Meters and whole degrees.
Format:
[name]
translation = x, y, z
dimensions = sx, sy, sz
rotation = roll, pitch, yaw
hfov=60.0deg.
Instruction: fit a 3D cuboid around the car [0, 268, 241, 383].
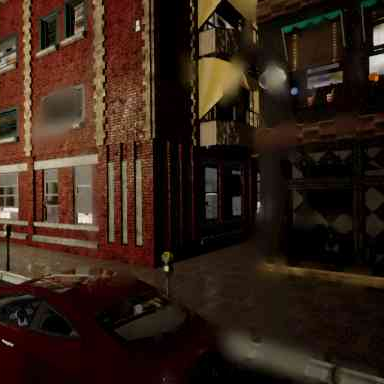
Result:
[car]
translation = -1.472, 1.583, 3.899
dimensions = 4.206, 1.307, 1.802
rotation = 0, -1, 36
